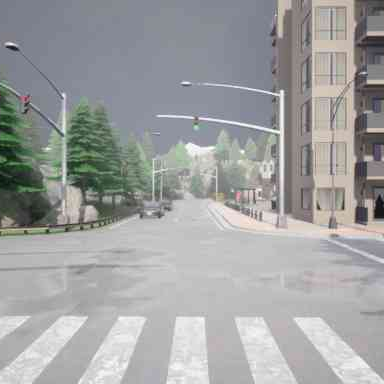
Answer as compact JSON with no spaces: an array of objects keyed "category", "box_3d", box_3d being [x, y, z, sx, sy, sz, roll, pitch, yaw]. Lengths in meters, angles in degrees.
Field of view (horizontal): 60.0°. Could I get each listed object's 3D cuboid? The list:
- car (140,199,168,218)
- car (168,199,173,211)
[{"category":"car","box_3d":[-3.560,1.555,30.305,1.812,1.442,4.674,0,0,1]},{"category":"car","box_3d":[-3.394,1.577,40.937,2.033,1.411,5.357,0,0,2]}]
